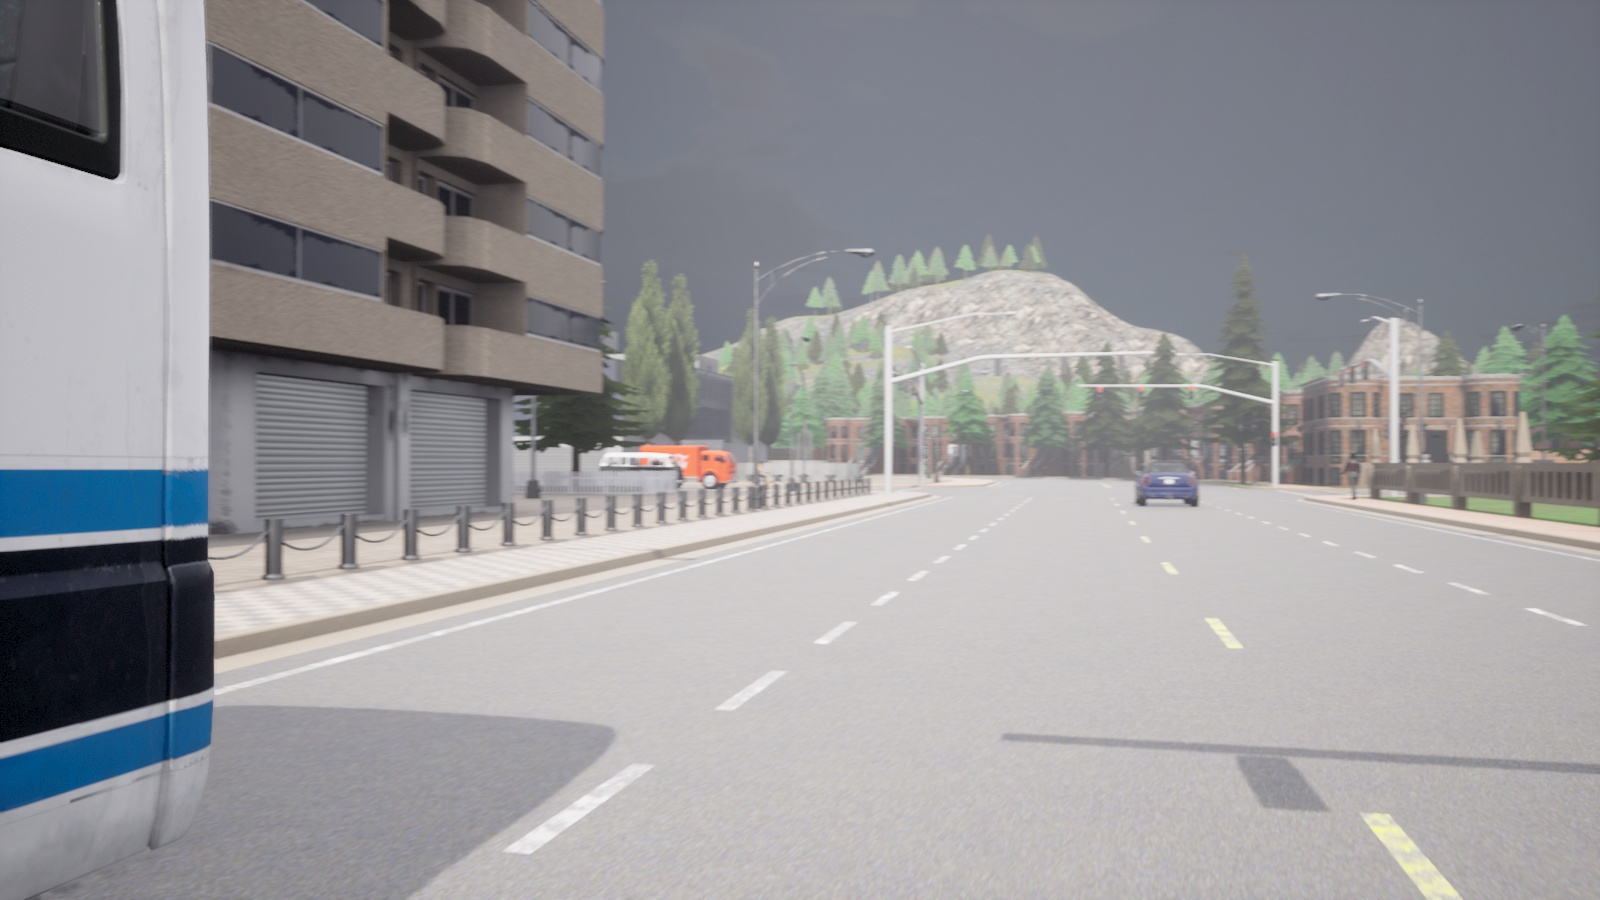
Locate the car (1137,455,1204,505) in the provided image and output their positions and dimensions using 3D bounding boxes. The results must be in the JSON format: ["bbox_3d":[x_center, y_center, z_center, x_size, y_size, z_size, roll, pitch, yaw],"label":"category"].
[{"bbox_3d":[13.778,1.082,46.945,2.097,1.767,4.553,0,-1,13],"label":"car"}]

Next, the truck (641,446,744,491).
[{"bbox_3d":[-5.998,1.052,70.560,5.204,2.467,2.627,0,-1,13],"label":"truck"}]

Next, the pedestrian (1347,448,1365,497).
[{"bbox_3d":[21.884,0.872,49.425,0.402,1.930,0.666,0,-1,-1],"label":"pedestrian"}]

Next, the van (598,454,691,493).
[{"bbox_3d":[-8.338,1.242,67.495,4.480,2.038,2.069,0,-1,12],"label":"van"}]
